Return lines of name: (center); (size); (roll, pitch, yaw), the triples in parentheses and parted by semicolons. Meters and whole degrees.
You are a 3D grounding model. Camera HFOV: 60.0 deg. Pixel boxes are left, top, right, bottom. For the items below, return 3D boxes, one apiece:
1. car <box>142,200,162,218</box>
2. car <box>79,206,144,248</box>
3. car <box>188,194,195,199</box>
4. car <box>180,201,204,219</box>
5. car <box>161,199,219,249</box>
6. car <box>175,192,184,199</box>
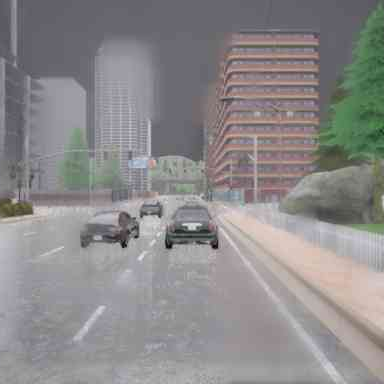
car: (-3.500, 1.493, 29.650); (2.128, 1.511, 4.902); (0, 0, 0)
car: (-3.500, 1.531, 14.650); (1.812, 1.442, 4.674); (0, 0, 0)
car: (0.000, 1.390, 91.987); (1.812, 1.442, 4.674); (0, 0, 0)
car: (0.000, 1.571, 29.650); (1.994, 1.385, 4.181); (0, 0, 0)
car: (0.000, 1.364, 14.620); (2.097, 1.767, 4.553); (0, 0, 0)
car: (-3.500, 1.091, 92.017); (2.150, 2.045, 5.566); (0, 0, 0)
